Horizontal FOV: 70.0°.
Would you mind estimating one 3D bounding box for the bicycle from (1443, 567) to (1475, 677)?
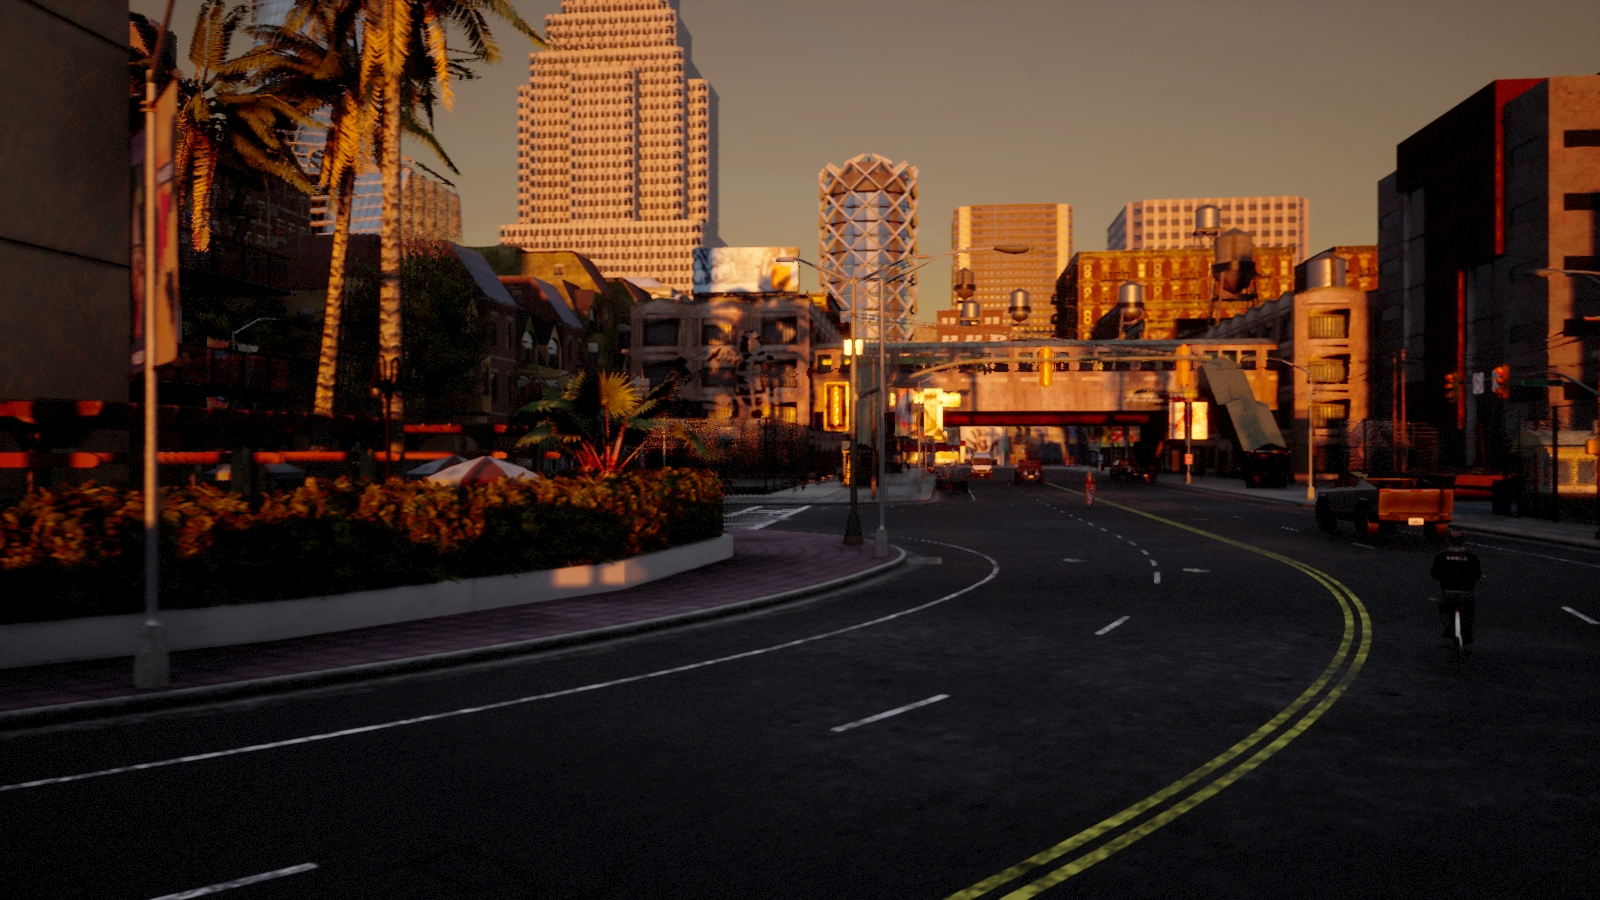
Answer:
[{"bbox_3d":[8.633,2.214,14.982,0.329,1.171,1.835,0,0,29],"label":"bicycle"}]

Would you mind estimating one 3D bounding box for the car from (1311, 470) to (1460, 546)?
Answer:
[{"bbox_3d":[18.679,1.764,36.872,2.390,2.098,6.274,0,0,8],"label":"car"}]
